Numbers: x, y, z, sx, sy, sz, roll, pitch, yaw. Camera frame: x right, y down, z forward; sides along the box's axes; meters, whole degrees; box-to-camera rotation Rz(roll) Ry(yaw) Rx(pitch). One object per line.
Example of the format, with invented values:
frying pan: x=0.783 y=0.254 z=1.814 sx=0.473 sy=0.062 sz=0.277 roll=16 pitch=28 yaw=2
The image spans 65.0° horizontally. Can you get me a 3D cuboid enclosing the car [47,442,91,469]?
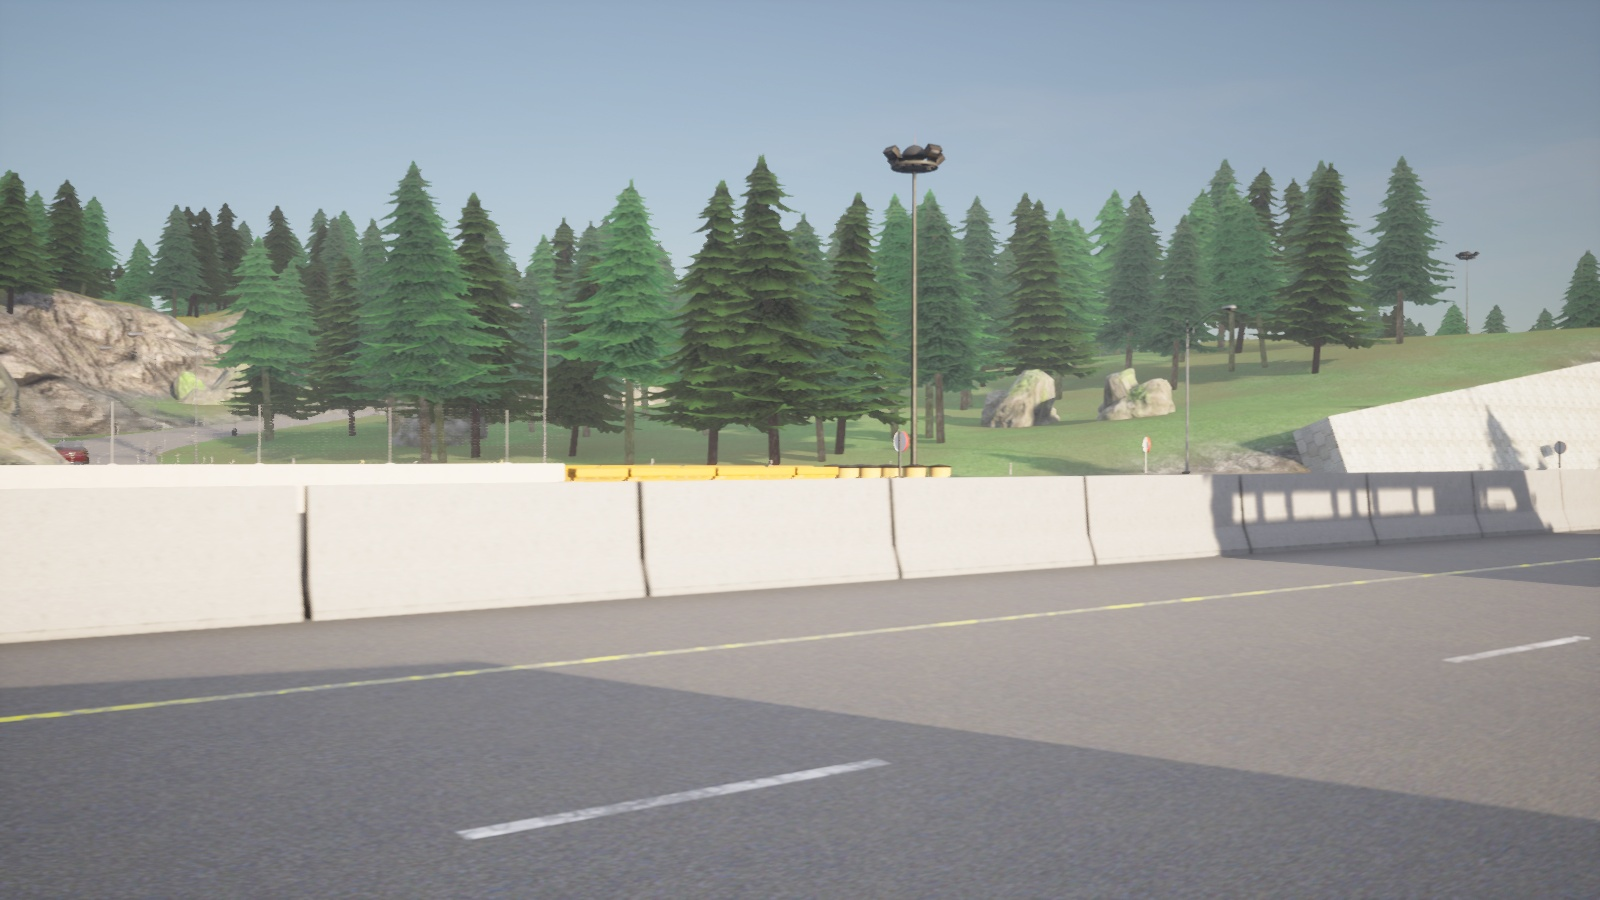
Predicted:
car: x=-46.362 y=0.344 z=79.614 sx=2.163 sy=1.488 sz=4.792 roll=0 pitch=2 yaw=-33
